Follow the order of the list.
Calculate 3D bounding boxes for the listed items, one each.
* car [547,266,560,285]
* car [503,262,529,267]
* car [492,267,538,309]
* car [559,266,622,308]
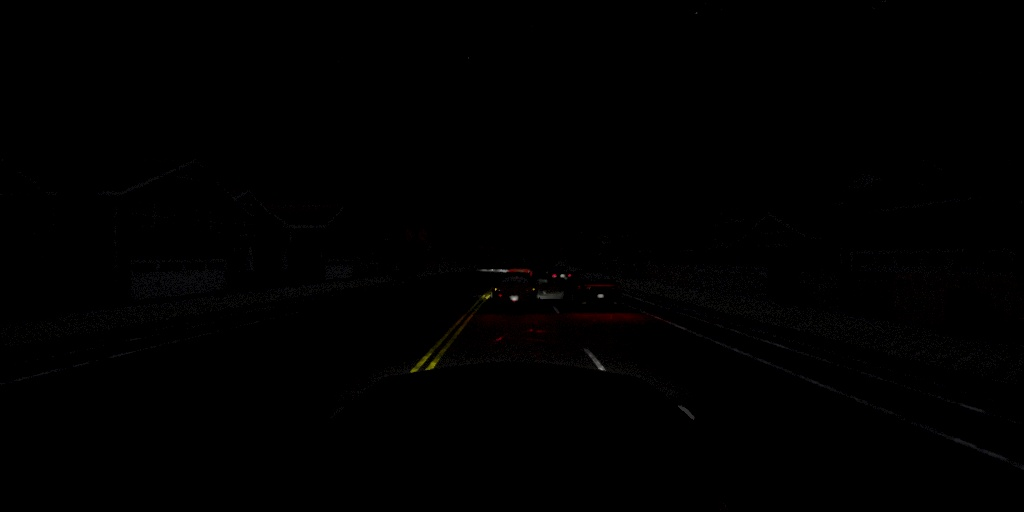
[{"bbox_3d":[3.863,1.554,29.156,2.033,1.411,5.357,0,0,3],"label":"car"},{"bbox_3d":[0.663,1.365,30.193,2.097,1.767,4.553,0,-1,3],"label":"car"},{"bbox_3d":[0.170,1.409,15.719,1.812,1.442,4.674,0,0,2],"label":"car"},{"bbox_3d":[3.431,1.365,15.991,1.882,1.535,5.008,0,0,2],"label":"car"}]
